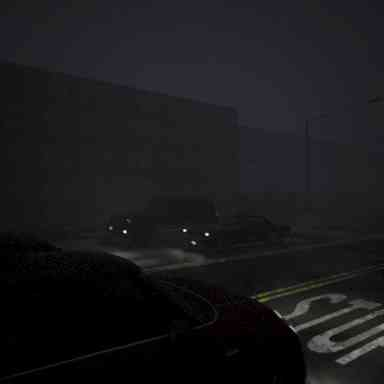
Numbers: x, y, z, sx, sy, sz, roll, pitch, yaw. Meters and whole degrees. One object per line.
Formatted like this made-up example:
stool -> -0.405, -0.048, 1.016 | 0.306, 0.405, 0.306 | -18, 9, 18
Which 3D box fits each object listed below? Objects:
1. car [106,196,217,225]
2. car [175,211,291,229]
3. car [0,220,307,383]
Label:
car -> -1.225, 1.231, 15.925 | 5.566, 2.045, 2.150 | 1, 0, -35
car -> 1.885, 1.620, 13.833 | 4.718, 1.301, 1.895 | 0, 0, -35
car -> -1.008, 1.350, 3.027 | 4.553, 1.767, 2.097 | 0, 0, -35
